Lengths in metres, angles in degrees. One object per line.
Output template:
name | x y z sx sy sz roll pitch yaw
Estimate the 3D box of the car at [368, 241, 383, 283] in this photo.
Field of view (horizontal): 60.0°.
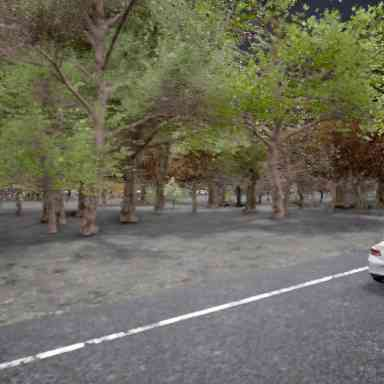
car | 6.148 1.476 8.196 4.674 1.442 1.812 -1 0 -35
